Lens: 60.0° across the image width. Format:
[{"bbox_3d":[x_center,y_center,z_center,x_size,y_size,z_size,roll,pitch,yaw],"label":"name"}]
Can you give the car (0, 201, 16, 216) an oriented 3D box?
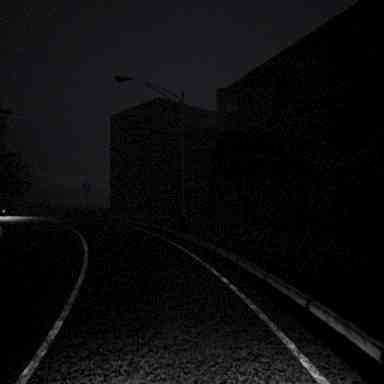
[{"bbox_3d":[-17.430,1.467,29.769,4.181,1.385,1.994,-1,-1,43],"label":"car"}]
